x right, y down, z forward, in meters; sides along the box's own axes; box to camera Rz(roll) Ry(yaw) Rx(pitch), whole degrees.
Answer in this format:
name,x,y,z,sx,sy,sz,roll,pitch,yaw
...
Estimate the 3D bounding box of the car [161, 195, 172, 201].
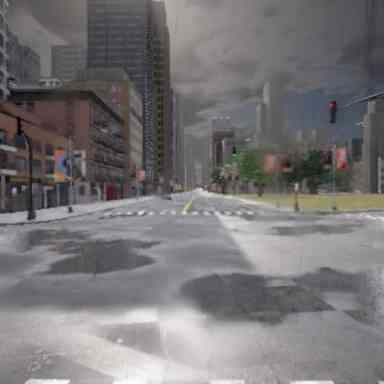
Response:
name,x,y,z,sx,sy,sz,roll,pitch,yaw
car,-5.054,1.183,66.365,1.895,1.301,4.718,0,0,1
